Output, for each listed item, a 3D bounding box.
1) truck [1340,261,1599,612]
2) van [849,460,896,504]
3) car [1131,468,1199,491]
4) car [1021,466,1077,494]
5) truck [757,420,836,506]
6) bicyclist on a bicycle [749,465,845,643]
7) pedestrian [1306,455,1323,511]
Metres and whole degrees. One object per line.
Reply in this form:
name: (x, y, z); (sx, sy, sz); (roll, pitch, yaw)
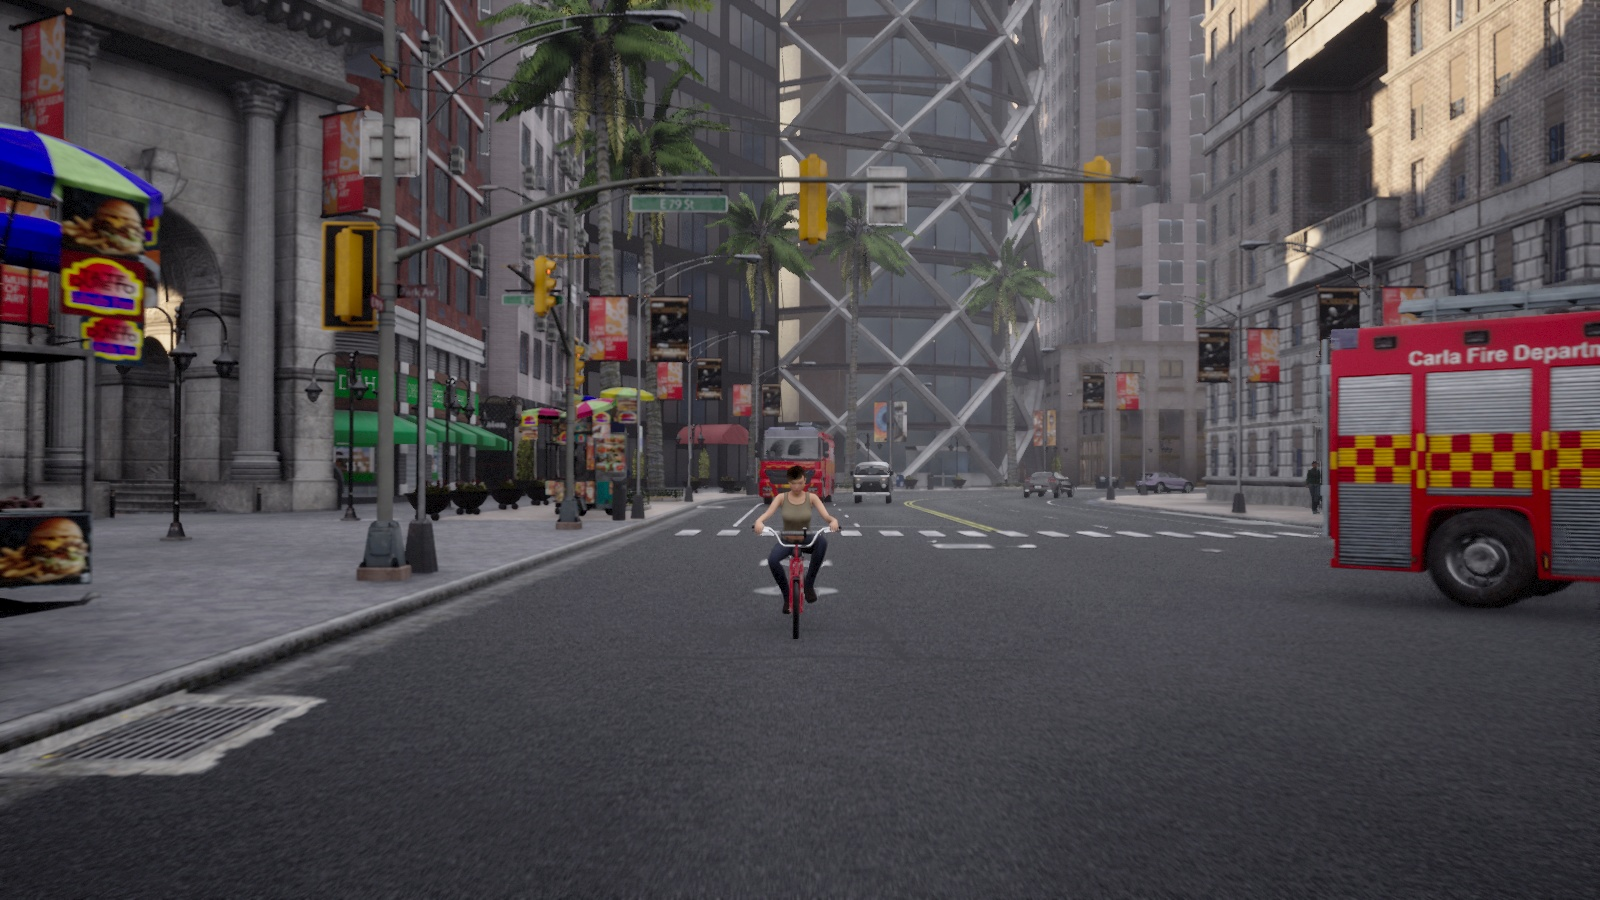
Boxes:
truck: (10.797, -0.163, 13.727); (8.468, 3.827, 2.891); (-1, -1, 43)
van: (3.576, 1.550, 61.283); (2.069, 2.038, 4.480); (0, -1, 6)
car: (27.302, 2.206, 93.846); (4.856, 1.649, 2.033); (0, -1, -30)
car: (15.260, 1.817, 76.759); (2.152, 1.651, 5.027); (-1, -1, 26)
truck: (-0.038, 0.659, 60.238); (2.891, 3.827, 8.468); (0, -1, 6)
bicyclist on a bicycle: (-0.025, 0.955, 12.165); (0.866, 1.612, 1.509); (0, -1, 0)
pedestrian: (17.348, 1.111, 42.372); (0.353, 1.847, 0.614); (0, -1, 6)
